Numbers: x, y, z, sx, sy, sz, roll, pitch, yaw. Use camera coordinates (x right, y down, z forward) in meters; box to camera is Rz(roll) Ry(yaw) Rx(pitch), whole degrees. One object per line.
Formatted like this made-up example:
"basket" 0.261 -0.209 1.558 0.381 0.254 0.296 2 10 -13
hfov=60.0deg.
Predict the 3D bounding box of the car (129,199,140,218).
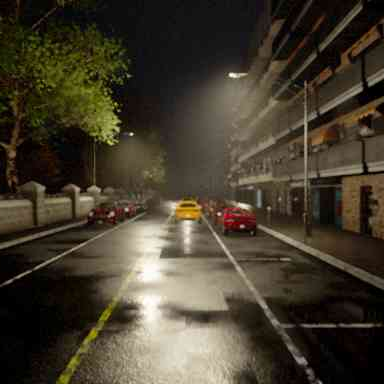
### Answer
"car" -6.168 1.475 29.521 1.967 1.590 4.097 0 0 -1

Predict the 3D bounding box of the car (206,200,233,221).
"car" 2.307 1.547 24.035 1.887 1.381 4.507 0 0 -1

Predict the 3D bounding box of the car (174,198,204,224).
"car" -0.307 1.490 25.266 1.882 1.535 5.008 0 0 -1

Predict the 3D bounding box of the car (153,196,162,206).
"car" -6.640 1.588 57.499 1.752 1.417 4.829 0 0 -1

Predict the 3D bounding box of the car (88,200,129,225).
"car" -6.073 1.470 23.893 1.967 1.590 4.097 0 0 -1

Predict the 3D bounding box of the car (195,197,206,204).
"car" 1.641 1.608 63.441 1.947 1.339 4.313 0 0 -1

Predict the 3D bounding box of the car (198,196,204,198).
"car" 2.115 1.326 35.293 2.192 1.841 5.009 0 0 -1

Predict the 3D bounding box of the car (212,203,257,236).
"car" 2.403 1.543 18.405 1.887 1.381 4.507 0 0 -1

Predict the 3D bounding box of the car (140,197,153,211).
"car" -6.357 1.595 40.781 2.008 1.369 4.403 0 0 -1

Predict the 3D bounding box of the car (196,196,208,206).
"car" 1.735 1.475 57.811 1.967 1.590 4.097 0 0 -1

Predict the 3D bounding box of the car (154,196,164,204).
"car" -6.831 1.605 68.758 1.752 1.417 4.829 0 0 -1

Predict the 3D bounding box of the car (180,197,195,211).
"car" -0.603 1.504 42.734 1.882 1.535 5.008 0 0 -1

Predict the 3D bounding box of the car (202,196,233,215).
"car" 2.212 1.447 29.664 1.967 1.590 4.097 0 0 -1

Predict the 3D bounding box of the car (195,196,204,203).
"car" 1.542 1.577 69.241 1.752 1.417 4.829 0 0 -1
